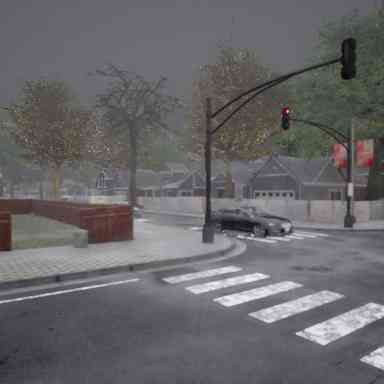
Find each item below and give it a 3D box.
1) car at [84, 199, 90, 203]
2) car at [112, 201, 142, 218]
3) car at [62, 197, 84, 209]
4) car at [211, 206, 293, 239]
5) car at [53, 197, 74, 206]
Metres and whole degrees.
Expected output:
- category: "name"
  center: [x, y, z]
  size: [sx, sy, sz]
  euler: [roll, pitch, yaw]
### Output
- category: "car"
  center: [-16.614, 1.664, 49.653]
  size: [1.994, 1.385, 4.181]
  euler: [0, 0, -35]
- category: "car"
  center: [-6.186, 1.568, 30.034]
  size: [1.812, 1.442, 4.674]
  euler: [0, -1, -36]
- category: "car"
  center: [-16.617, 1.550, 44.715]
  size: [1.882, 1.535, 5.008]
  euler: [0, -1, -35]
- category: "car"
  center: [2.958, 1.514, 17.597]
  size: [2.128, 1.511, 4.902]
  euler: [0, 0, -39]
- category: "car"
  center: [-22.266, 1.611, 57.466]
  size: [2.128, 1.511, 4.902]
  euler: [0, 0, -36]
